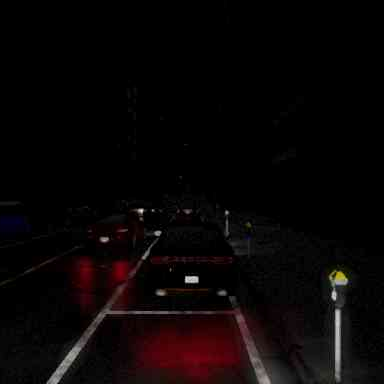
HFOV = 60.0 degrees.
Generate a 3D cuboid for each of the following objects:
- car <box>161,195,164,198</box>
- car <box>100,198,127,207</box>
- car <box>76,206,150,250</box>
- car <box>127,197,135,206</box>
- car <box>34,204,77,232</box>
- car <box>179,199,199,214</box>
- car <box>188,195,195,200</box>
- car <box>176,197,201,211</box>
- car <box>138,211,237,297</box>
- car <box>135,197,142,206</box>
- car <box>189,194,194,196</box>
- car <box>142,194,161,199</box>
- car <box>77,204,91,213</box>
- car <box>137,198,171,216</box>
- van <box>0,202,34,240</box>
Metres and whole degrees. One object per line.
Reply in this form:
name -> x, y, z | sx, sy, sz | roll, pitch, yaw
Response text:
car -> -8.782, 1.642, 84.589 | 1.802, 1.307, 4.206 | 0, 0, 0
car -> -8.815, 1.572, 36.483 | 1.947, 1.339, 4.313 | 0, 0, 0
car -> -3.145, 1.534, 14.259 | 1.812, 1.442, 4.674 | 0, 0, 0
car -> -8.815, 1.591, 41.985 | 1.802, 1.307, 4.206 | 0, 0, 0
car -> -8.815, 1.567, 19.979 | 1.947, 1.339, 4.313 | 0, 0, 0
car -> -0.290, 1.557, 36.484 | 2.008, 1.369, 4.403 | 0, 0, 0
car -> -0.237, 1.635, 95.394 | 2.008, 1.369, 4.403 | 0, 0, 0
car -> -0.290, 1.443, 25.481 | 1.967, 1.590, 4.097 | 0, 0, 0
car -> -0.006, 1.477, 8.650 | 1.882, 1.535, 5.008 | 0, 0, 0
car -> -8.816, 1.451, 47.486 | 1.967, 1.590, 4.097 | 0, 0, 0
car -> -0.257, 1.501, 84.576 | 1.967, 1.590, 4.097 | 0, 0, 0
car -> -6.145, 1.339, 48.230 | 2.150, 2.045, 5.566 | 0, 0, 0
car -> -8.815, 1.585, 25.481 | 1.802, 1.307, 4.206 | 0, 0, 0
car -> -3.145, 1.568, 29.259 | 2.033, 1.411, 5.357 | 0, 0, 0
van -> -8.815, 1.341, 14.478 | 1.690, 1.788, 3.998 | 0, 0, 0
